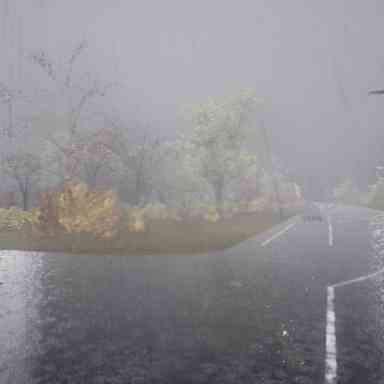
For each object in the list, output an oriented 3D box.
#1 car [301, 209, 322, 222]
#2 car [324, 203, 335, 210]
[{"bbox_3d":[13.131,2.551,36.462,1.994,1.385,4.181,-4,-3,22],"label":"car"},{"bbox_3d":[31.325,3.278,75.667,2.128,1.511,4.902,-4,-3,28],"label":"car"}]
